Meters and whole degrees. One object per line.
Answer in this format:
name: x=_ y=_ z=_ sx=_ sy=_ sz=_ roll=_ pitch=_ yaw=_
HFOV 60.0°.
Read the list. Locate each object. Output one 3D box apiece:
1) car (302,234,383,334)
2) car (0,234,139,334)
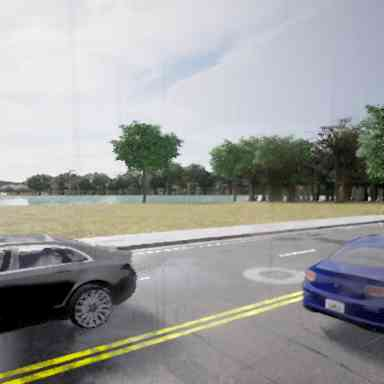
car: x=4.005 y=1.536 z=6.301 sx=4.674 sy=1.442 sz=1.812 roll=0 pitch=0 yaw=-35
car: x=-3.268 y=1.492 z=5.346 sx=4.902 sy=1.511 sz=2.128 roll=0 pitch=0 yaw=-36
